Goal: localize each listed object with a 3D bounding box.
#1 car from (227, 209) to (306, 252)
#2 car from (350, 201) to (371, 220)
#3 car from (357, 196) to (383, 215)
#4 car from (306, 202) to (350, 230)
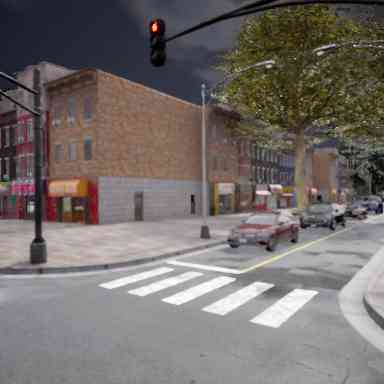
[{"bbox_3d":[3.297,1.633,14.734,1.812,1.442,4.674,-1,-1,35],"label":"car"},{"bbox_3d":[14.677,1.773,30.470,1.994,1.385,4.181,-1,-1,37],"label":"car"},{"bbox_3d":[20.833,1.500,38.942,2.150,2.045,5.566,-1,-1,37],"label":"car"},{"bbox_3d":[8.813,1.505,22.380,2.097,1.767,4.553,-1,-1,36],"label":"car"}]
